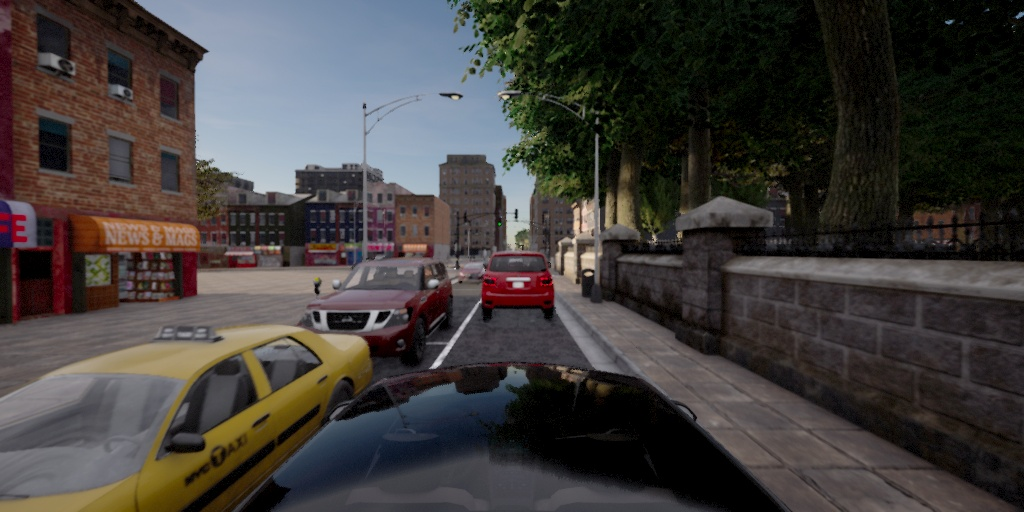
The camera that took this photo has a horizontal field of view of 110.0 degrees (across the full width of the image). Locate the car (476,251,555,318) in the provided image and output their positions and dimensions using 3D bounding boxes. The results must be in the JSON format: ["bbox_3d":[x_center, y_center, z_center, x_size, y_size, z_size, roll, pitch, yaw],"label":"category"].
[{"bbox_3d":[0.185,0.831,12.433,2.150,2.045,5.566,0,1,0],"label":"car"}]

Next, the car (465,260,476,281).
[{"bbox_3d":[-2.465,1.039,23.648,1.802,1.307,4.207,0,0,0],"label":"car"}]

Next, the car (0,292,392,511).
[{"bbox_3d":[-2.638,1.259,2.672,1.751,1.417,4.829,0,0,0],"label":"car"}]

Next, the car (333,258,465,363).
[{"bbox_3d":[-2.592,0.978,8.112,2.192,1.841,5.009,0,0,0],"label":"car"}]
